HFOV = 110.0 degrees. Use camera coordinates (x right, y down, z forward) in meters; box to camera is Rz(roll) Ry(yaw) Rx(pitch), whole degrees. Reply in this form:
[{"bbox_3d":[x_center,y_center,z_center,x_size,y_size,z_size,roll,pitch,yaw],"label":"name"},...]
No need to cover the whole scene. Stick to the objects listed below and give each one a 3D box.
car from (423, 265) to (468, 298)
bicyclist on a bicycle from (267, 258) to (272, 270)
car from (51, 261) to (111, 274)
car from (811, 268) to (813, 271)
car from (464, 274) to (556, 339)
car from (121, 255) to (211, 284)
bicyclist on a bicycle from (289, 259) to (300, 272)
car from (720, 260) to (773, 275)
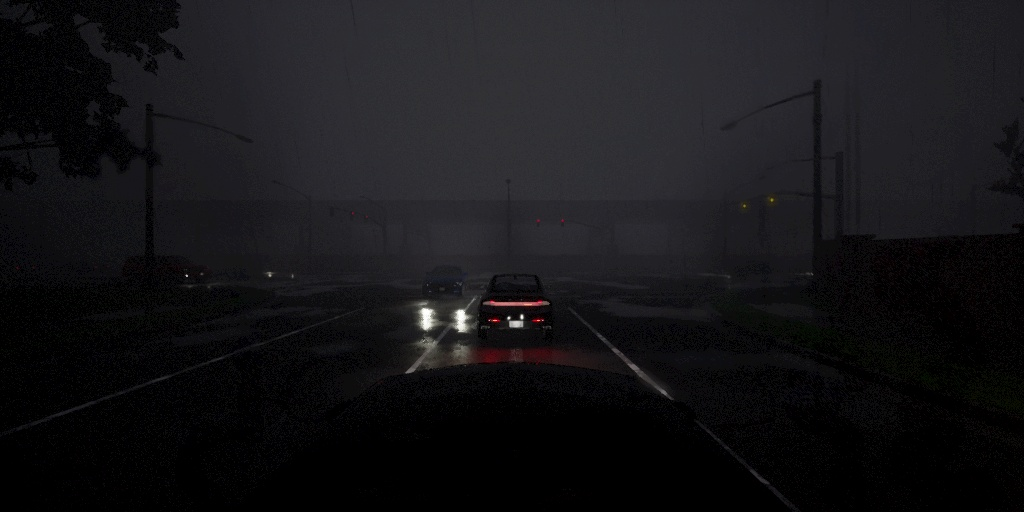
[{"bbox_3d":[-3.345,1.221,18.841,1.882,1.535,5.008,1,0,-4],"label":"car"},{"bbox_3d":[-31.596,1.050,46.730,0.582,1.620,1.656,0,0,-33],"label":"bicyclist on a bicycle"},{"bbox_3d":[-49.659,1.297,41.373,5.357,1.411,2.033,0,0,2],"label":"car"},{"bbox_3d":[33.178,1.047,35.737,5.357,1.411,2.033,-1,0,2],"label":"car"},{"bbox_3d":[0.096,1.242,10.074,2.128,1.511,4.902,0,0,0],"label":"car"},{"bbox_3d":[-25.625,0.971,26.644,5.566,2.045,2.150,0,0,4],"label":"car"},{"bbox_3d":[-27.044,1.203,44.640,0.582,1.620,1.656,0,0,14],"label":"bicyclist on a bicycle"},{"bbox_3d":[23.503,1.140,36.003,4.674,1.442,1.812,-1,0,2],"label":"car"}]
